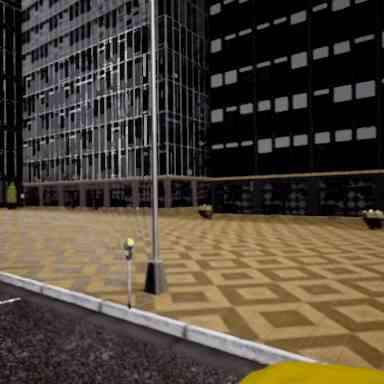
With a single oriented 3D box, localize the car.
[{"bbox_3d":[2.164,1.523,1.344,4.829,1.417,1.752,0,-1,36],"label":"car"}]
